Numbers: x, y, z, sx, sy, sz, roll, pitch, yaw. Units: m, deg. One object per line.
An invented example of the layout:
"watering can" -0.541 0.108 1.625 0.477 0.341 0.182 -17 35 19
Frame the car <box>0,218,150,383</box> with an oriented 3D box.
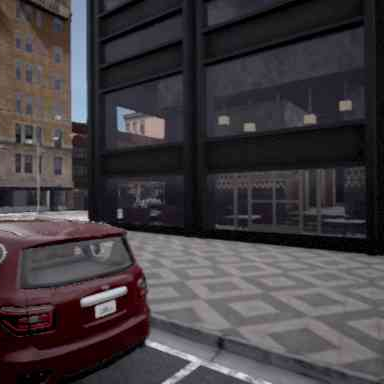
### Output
"car" -2.855 1.311 4.896 5.009 1.841 2.192 0 -1 36
